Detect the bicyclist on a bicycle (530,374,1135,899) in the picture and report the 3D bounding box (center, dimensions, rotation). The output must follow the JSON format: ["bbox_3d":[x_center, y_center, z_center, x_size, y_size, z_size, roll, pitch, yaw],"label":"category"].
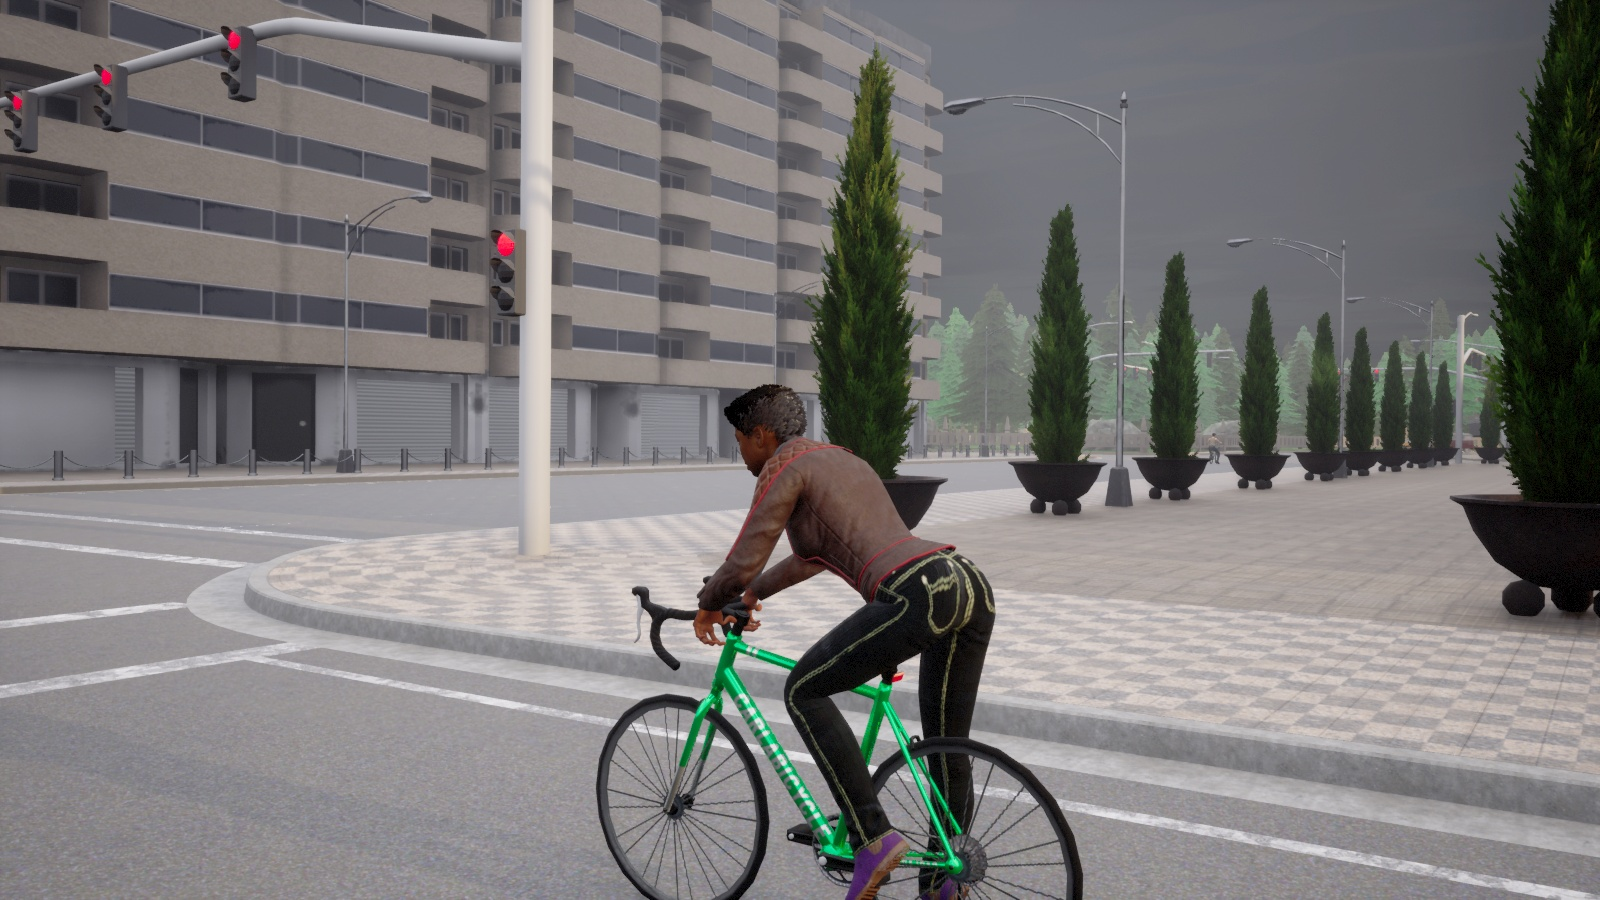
[{"bbox_3d":[0.045,0.635,3.593,1.656,1.620,0.582,0,1,34],"label":"bicyclist on a bicycle"}]
